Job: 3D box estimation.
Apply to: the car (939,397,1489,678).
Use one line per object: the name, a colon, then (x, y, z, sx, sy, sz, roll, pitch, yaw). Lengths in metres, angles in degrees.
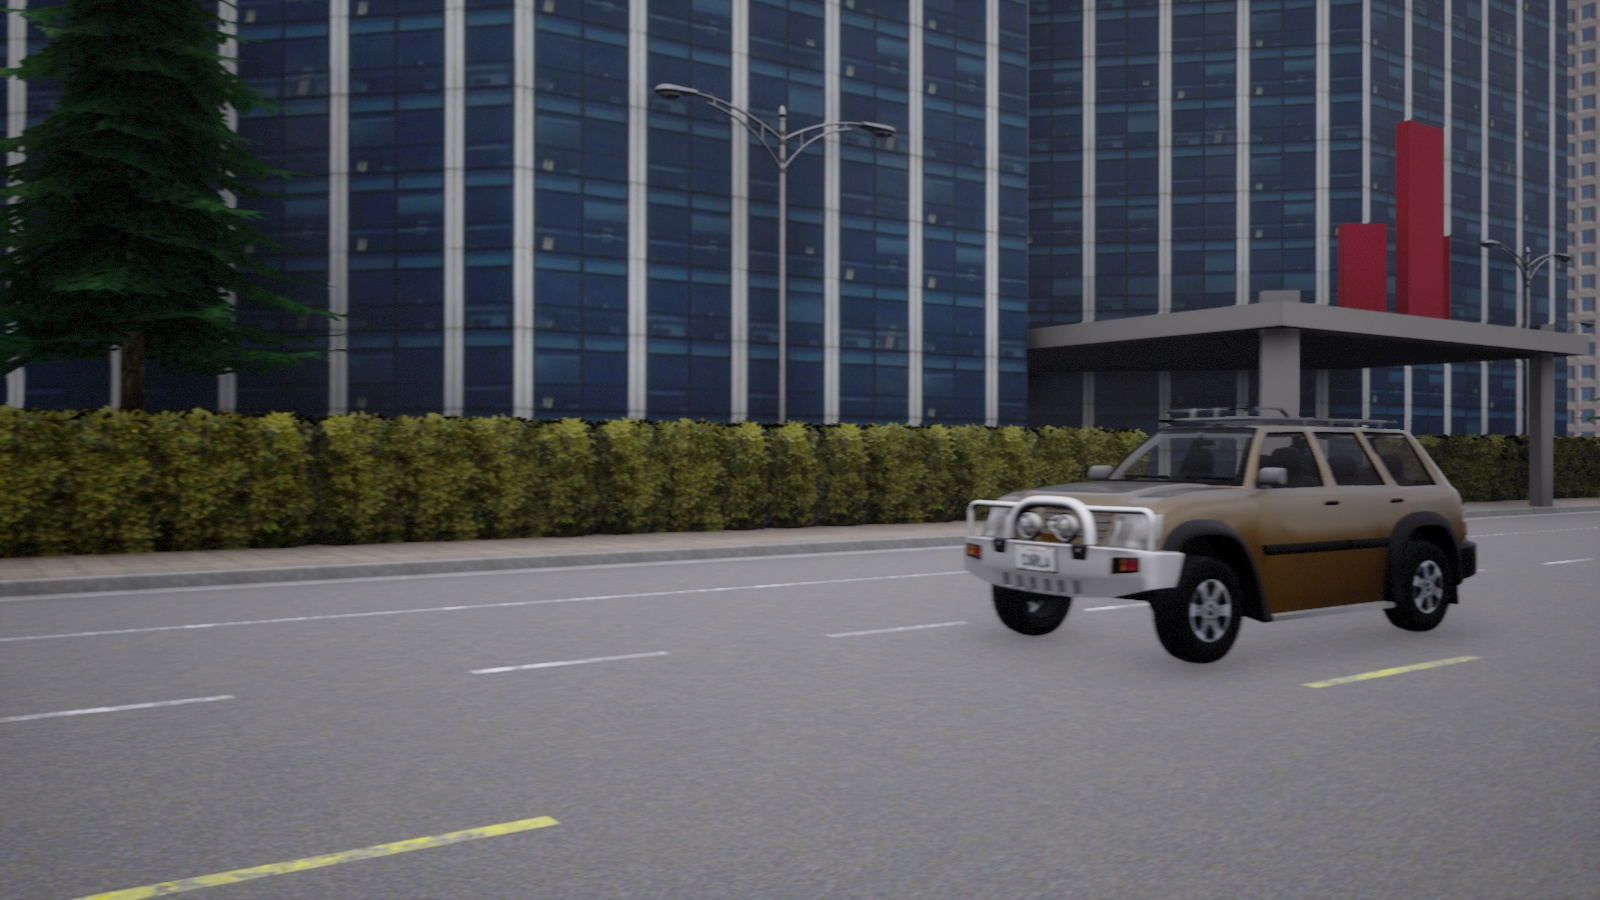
car: (3.536, 0.579, 10.382, 4.605, 1.855, 1.932, 0, 0, -35)
